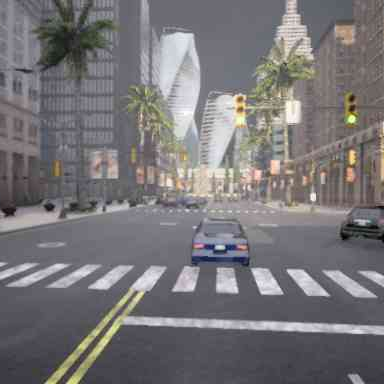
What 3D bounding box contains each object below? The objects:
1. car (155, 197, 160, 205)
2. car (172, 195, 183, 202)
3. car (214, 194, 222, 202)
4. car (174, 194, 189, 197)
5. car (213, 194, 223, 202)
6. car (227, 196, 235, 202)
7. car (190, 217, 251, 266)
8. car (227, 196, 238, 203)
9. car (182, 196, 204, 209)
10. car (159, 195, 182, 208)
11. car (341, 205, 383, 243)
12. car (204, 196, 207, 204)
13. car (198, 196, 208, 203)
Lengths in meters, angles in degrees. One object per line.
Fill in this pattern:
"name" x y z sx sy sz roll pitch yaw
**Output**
"car" -5.424 1.628 61.030 2.161 1.482 4.786 0 0 4
"car" -3.600 1.527 82.886 2.185 1.767 4.553 0 0 4
"car" 6.980 1.461 89.484 2.150 2.045 5.566 0 0 4
"car" -2.328 1.347 59.706 2.150 2.045 5.566 0 0 5
"car" 6.284 1.763 79.462 1.994 1.385 4.181 0 0 4
"car" 10.468 1.743 89.205 1.837 1.490 4.892 0 0 4
"car" 0.966 1.579 11.648 2.033 1.411 5.357 0 0 4
"car" 9.772 1.816 79.175 1.895 1.301 4.718 0 0 4
"car" 0.188 1.659 48.311 2.033 1.411 5.357 0 0 5
"car" -3.174 1.578 50.040 1.882 1.535 5.008 0 0 5
"car" 9.148 1.431 16.156 4.553 1.767 2.097 0 0 -42
"car" 0.981 1.700 57.516 1.994 1.385 4.181 0 0 6
"car" 2.640 1.715 77.654 2.128 1.511 4.902 0 0 5
